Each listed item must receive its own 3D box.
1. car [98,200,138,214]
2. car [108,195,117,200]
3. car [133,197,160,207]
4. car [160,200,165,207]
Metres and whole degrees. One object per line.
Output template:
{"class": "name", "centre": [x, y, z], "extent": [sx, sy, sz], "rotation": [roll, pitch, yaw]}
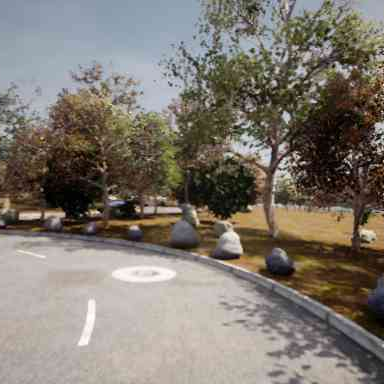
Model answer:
{"class": "car", "centre": [-9.219, 1.945, 40.297], "extent": [1.895, 1.301, 4.718], "rotation": [-1, -1, 37]}
{"class": "car", "centre": [-18.201, 1.017, 70.479], "extent": [5.566, 2.045, 2.150], "rotation": [3, -1, 38]}
{"class": "car", "centre": [-8.523, 1.629, 58.721], "extent": [4.553, 1.767, 2.097], "rotation": [3, 0, 43]}
{"class": "car", "centre": [-6.841, 1.930, 61.472], "extent": [4.181, 1.385, 1.994], "rotation": [3, -1, 44]}
